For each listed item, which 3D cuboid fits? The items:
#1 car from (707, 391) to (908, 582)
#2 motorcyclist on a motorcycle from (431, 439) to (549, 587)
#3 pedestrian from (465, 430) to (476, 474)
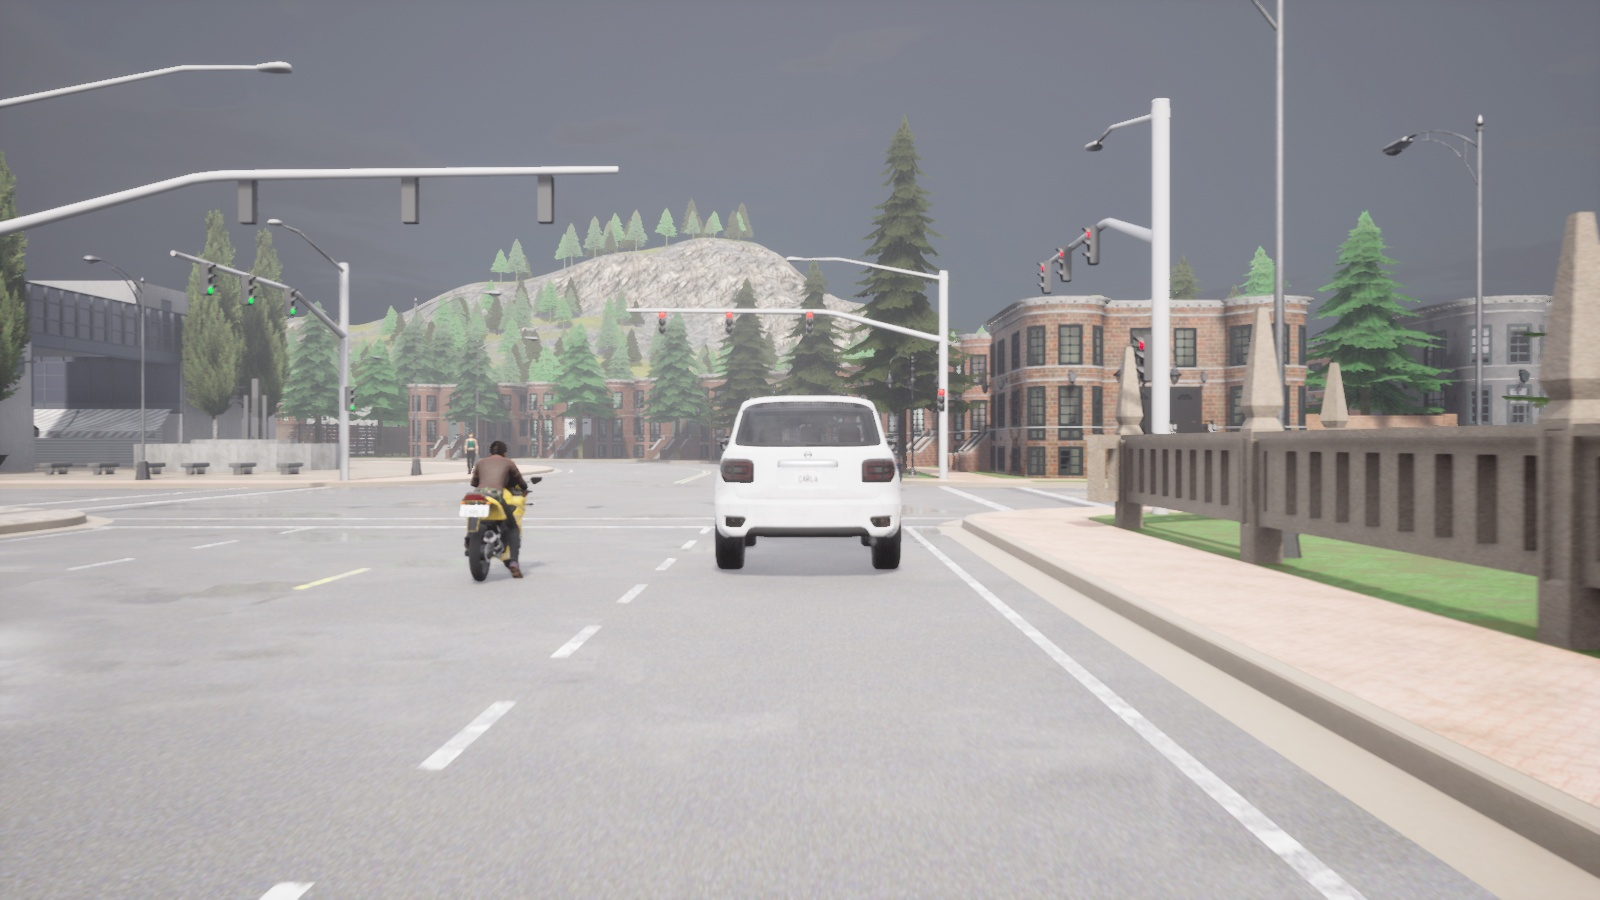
[{"bbox_3d":[0.107,0.374,16.241,2.150,2.045,5.566,0,0,0],"label":"car"},{"bbox_3d":[-3.405,0.647,14.000,0.797,1.523,2.044,0,0,0],"label":"motorcyclist on a motorcycle"},{"bbox_3d":[-13.934,0.095,53.100,0.345,1.836,0.594,0,0,-6],"label":"pedestrian"}]
